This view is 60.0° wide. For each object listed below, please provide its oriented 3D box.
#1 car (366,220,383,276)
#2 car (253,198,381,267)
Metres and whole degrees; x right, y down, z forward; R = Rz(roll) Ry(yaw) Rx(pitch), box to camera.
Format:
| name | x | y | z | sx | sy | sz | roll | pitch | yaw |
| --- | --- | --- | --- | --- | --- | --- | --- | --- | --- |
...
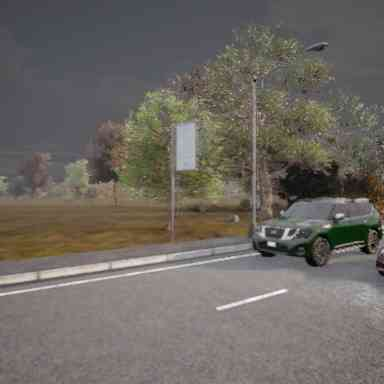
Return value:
| name | x | y | z | sx | sy | sz | roll | pitch | yaw |
| --- | --- | --- | --- | --- | --- | --- | --- | --- | --- |
| car | 6.913 | 1.533 | 9.165 | 4.674 | 1.442 | 1.812 | 0 | 0 | -37 |
| car | 4.629 | 1.233 | 11.810 | 5.566 | 2.045 | 2.150 | 0 | 0 | -37 |
